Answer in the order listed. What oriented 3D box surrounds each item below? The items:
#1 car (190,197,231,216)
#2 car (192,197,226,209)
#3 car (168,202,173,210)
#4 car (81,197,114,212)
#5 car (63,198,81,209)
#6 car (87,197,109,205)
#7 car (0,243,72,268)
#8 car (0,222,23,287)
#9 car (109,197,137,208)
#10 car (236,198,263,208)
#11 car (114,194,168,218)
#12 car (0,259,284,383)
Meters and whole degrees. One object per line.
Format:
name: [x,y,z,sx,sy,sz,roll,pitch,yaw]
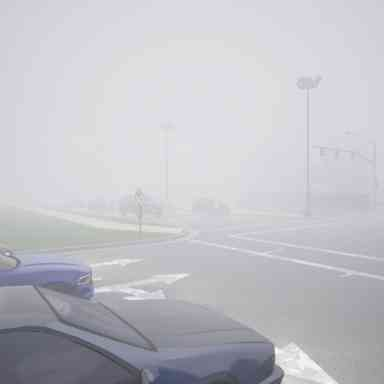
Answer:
car: [1.831,1.352,33.193,2.097,1.767,4.553,0,0,-36]
car: [2.269,1.491,46.496,2.128,1.511,4.902,0,0,-36]
car: [-4.203,1.492,41.462,2.128,1.511,4.902,0,0,-36]
car: [-10.644,1.491,38.414,2.128,1.511,4.902,0,0,-36]
car: [-16.516,1.564,46.509,1.994,1.385,4.181,0,0,-36]
car: [-16.593,1.547,58.655,2.033,1.411,5.357,0,0,-35]
car: [-4.078,1.478,5.157,5.008,1.535,1.882,0,0,-35]
car: [-6.441,1.564,7.772,4.181,1.385,1.994,0,0,-35]
car: [-10.476,1.547,50.088,2.033,1.411,5.357,0,0,-36]
car: [8.576,1.564,49.714,1.994,1.385,4.181,0,0,-36]
car: [-4.766,1.221,30.354,2.150,2.045,5.566,0,0,-36]
car: [-1.685,1.547,2.560,5.357,1.411,2.033,0,0,-35]
